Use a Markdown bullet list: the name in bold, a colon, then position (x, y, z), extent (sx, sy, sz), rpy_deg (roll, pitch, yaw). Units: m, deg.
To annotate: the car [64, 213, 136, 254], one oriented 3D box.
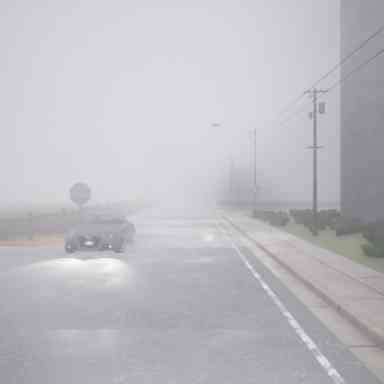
- **car**: position (-3.502, 1.552, 13.344), extent (1.994, 1.385, 4.181), rpy_deg (0, 0, 0)
